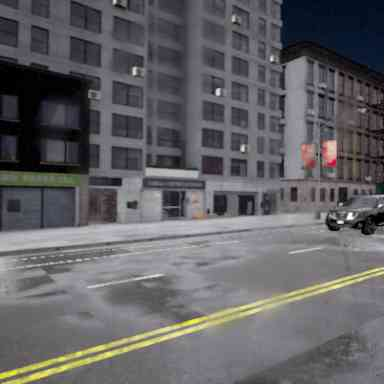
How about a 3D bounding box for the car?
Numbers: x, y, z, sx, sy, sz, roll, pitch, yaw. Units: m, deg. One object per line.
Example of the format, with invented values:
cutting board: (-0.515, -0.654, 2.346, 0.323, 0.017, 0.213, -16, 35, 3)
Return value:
car: (9.878, 1.197, 18.715, 5.566, 2.045, 2.150, 0, 0, -35)
